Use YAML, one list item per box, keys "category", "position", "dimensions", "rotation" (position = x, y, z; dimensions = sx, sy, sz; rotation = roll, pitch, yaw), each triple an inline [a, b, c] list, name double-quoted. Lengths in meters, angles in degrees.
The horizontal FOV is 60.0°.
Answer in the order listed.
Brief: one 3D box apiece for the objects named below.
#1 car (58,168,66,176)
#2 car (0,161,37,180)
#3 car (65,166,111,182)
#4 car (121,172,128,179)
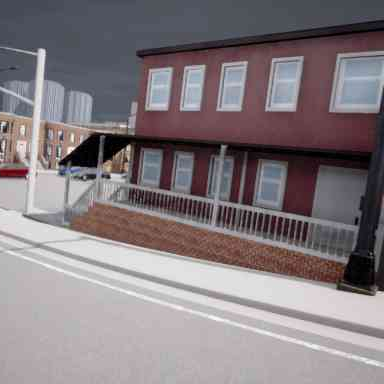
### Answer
- category: "car"
  position: [-14.318, -2.566, 41.830]
  dimensions: [1.882, 1.535, 5.008]
  rotation: [10, 6, 36]
- category: "car"
  position: [-17.375, -2.055, 31.670]
  dimensions: [1.882, 1.535, 5.008]
  rotation: [10, 6, 35]
- category: "car"
  position: [-11.861, -2.037, 39.320]
  dimensions: [2.128, 1.511, 4.902]
  rotation: [10, 6, 35]
- category: "car"
  position: [-8.443, -2.545, 49.945]
  dimensions: [2.128, 1.511, 4.902]
  rotation: [10, 6, 36]
